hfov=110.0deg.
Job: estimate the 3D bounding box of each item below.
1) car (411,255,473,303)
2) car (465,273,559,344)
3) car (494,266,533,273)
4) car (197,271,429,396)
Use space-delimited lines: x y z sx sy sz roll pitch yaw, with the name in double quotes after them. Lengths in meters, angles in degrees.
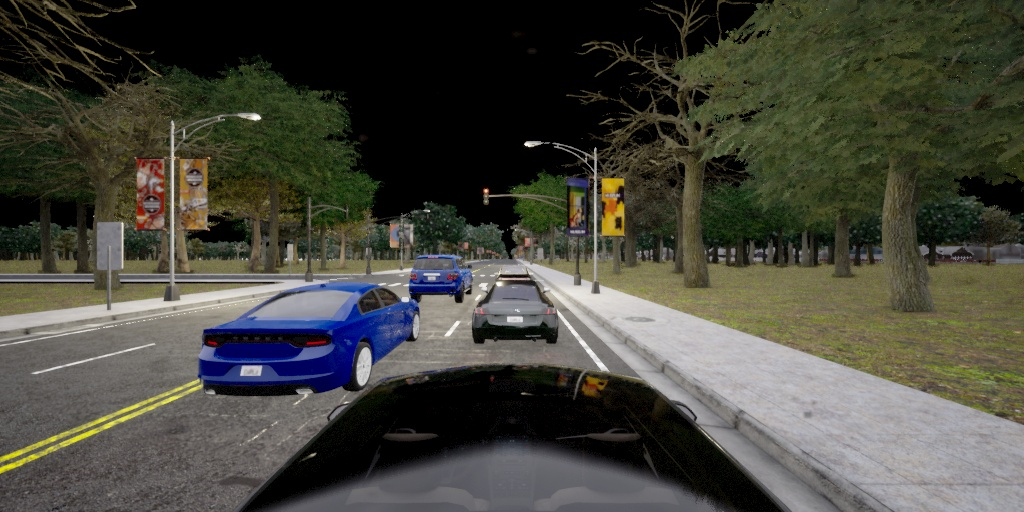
-3.152 0.973 16.768 2.150 2.045 5.566 0 0 0 "car"
0.093 1.314 9.608 1.994 1.385 4.181 0 0 1 "car"
0.098 1.243 18.510 2.128 1.511 4.902 0 0 0 "car"
-3.150 1.228 6.782 1.882 1.535 5.008 0 0 0 "car"
